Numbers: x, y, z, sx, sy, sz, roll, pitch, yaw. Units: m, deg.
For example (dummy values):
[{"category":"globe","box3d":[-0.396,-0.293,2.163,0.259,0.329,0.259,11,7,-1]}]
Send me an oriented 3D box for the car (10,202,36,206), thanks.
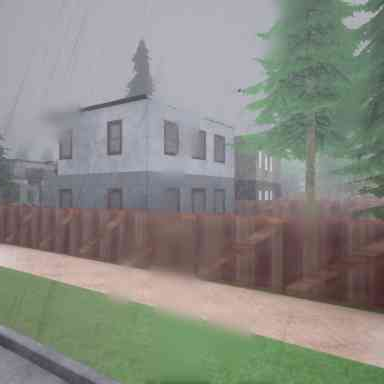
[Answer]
[{"category":"car","box3d":[-15.363,1.582,29.328,1.895,1.301,4.718,0,0,28]}]
